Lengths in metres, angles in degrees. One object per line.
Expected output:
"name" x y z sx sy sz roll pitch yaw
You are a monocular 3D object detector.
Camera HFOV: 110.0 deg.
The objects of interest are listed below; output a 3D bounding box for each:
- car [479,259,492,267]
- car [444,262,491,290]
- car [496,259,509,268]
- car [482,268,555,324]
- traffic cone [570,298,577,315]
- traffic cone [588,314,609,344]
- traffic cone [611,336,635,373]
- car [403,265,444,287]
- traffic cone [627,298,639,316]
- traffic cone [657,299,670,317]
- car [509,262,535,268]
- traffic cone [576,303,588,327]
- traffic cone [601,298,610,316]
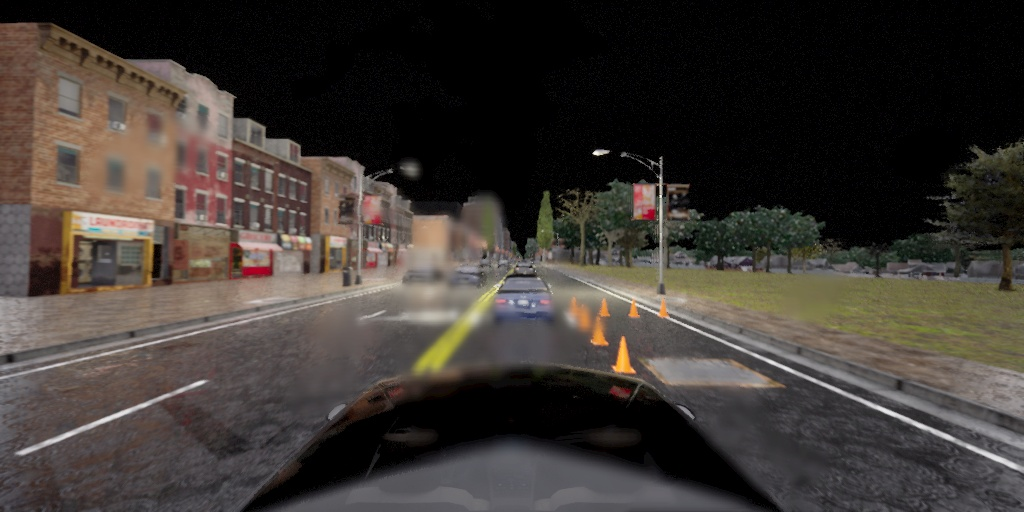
"car" -4.563 1.268 62.065 1.837 1.490 4.892 1 0 3
"car" -2.696 1.309 22.610 1.994 1.385 4.181 1 0 2
"car" -1.394 1.303 59.942 1.812 1.442 4.674 1 0 2
"car" 0.403 1.312 12.045 2.033 1.411 5.357 1 0 2
"traffic cone" 2.177 1.737 12.379 0.340 0.580 0.340 0 0 2
"traffic cone" 2.043 1.732 8.381 0.340 0.580 0.340 0 0 2
"traffic cone" 1.976 1.729 6.382 0.340 0.580 0.340 0 0 2
"car" -5.886 1.281 24.419 1.994 1.385 4.181 1 0 2
"traffic cone" 4.176 1.755 12.312 0.340 0.580 0.340 0 0 2
"traffic cone" 5.175 1.764 12.278 0.340 0.580 0.340 0 0 2
"car" 1.090 1.277 32.552 2.128 1.511 4.902 1 0 2
"traffic cone" 2.110 1.734 10.380 0.340 0.580 0.340 0 0 2
"traffic cone" 3.176 1.746 12.346 0.340 0.580 0.340 0 0 2
